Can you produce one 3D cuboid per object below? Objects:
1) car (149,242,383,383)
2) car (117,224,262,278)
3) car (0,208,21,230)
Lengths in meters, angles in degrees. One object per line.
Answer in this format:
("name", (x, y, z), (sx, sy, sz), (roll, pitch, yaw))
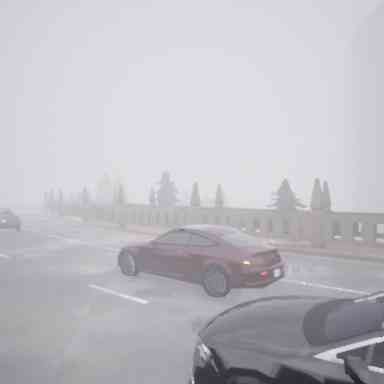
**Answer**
("car", (2.228, 1.506, 2.538), (4.902, 1.511, 2.128), (0, 0, 36))
("car", (0.053, 1.573, 8.614), (4.674, 1.442, 1.812), (0, 0, 39))
("car", (-12.255, 1.682, 21.001), (1.994, 1.385, 4.181), (0, 0, -39))
